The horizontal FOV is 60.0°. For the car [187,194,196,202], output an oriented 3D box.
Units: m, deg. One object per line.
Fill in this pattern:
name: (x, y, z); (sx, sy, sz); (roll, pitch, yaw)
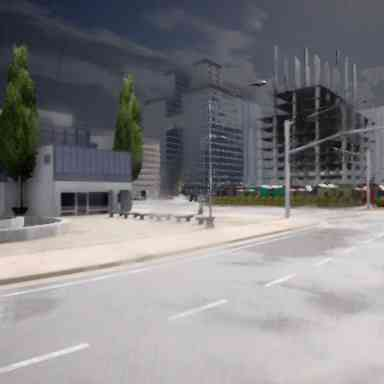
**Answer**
car: (1.067, 1.286, 74.432); (1.905, 1.878, 3.866); (0, 0, 42)

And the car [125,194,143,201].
car: (-15.603, 1.407, 89.570); (1.932, 1.855, 4.605); (0, 0, 42)

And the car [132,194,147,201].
car: (-13.495, 1.394, 87.586); (1.905, 1.878, 3.866); (0, 0, 42)

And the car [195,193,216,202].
car: (3.206, 1.509, 72.479); (1.970, 1.475, 3.806); (0, 0, 42)
